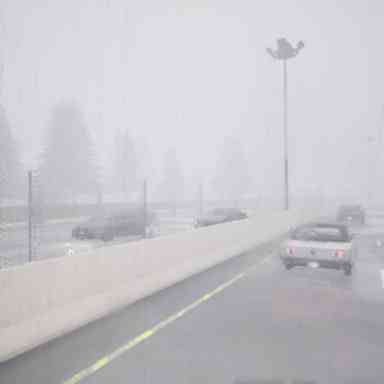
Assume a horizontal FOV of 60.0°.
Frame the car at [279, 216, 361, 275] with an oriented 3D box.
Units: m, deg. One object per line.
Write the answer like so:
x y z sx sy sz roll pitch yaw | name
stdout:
4.305 1.667 10.864 1.895 1.301 4.718 -1 -1 28 | car

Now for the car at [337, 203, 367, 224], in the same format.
12.600 1.647 26.286 1.837 1.490 4.892 -1 -1 28 | car

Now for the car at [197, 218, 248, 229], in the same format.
2.054 1.730 21.880 2.033 1.411 5.357 -1 -1 28 | car
